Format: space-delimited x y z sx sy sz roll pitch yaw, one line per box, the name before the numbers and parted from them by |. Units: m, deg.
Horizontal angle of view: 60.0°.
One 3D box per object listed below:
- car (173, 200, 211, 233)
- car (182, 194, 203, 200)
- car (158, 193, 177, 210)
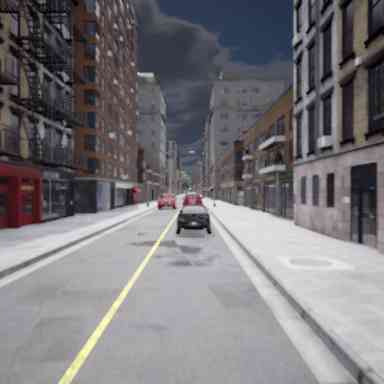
car | 0.096 1.466 19.586 1.882 1.535 5.008 0 0 0
car | 0.091 1.198 37.493 2.150 2.045 5.566 0 0 0
car | -3.086 1.197 42.381 2.150 2.045 5.566 0 0 0
